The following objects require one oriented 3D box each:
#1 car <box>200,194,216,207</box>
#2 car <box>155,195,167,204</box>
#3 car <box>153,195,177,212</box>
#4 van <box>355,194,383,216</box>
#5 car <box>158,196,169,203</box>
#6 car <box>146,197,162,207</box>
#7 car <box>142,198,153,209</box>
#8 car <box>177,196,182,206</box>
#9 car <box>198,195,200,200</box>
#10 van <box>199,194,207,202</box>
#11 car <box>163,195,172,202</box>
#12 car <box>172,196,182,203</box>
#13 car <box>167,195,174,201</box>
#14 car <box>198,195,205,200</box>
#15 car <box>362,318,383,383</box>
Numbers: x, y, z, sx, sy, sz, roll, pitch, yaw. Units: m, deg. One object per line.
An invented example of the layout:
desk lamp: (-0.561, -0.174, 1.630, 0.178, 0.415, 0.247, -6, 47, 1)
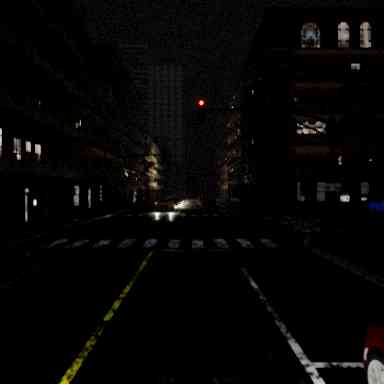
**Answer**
car: (2.656, 1.422, 50.819, 1.967, 1.590, 4.097, -1, 0, 0)
car: (-5.730, 1.423, 61.875, 1.967, 1.590, 4.097, -1, 0, 0)
car: (-3.117, 1.459, 39.313, 1.882, 1.535, 5.008, 0, 0, 0)
van: (15.628, 1.018, 27.397, 3.998, 1.788, 1.690, -1, 1, -1)
car: (-5.732, 1.566, 67.403, 1.802, 1.307, 4.206, -1, 0, 0)
car: (-5.723, 1.547, 50.819, 1.947, 1.339, 4.313, 0, 0, 0)
car: (-5.720, 1.532, 45.292, 2.008, 1.369, 4.403, 0, 0, 0)
car: (-3.120, 1.529, 53.335, 2.033, 1.411, 5.357, 0, 0, 0)
car: (2.649, 1.535, 67.402, 2.008, 1.369, 4.403, -1, 0, 0)
van: (2.640, 1.329, 78.458, 1.690, 1.788, 3.998, -1, 0, 0)
car: (-5.738, 1.513, 78.289, 1.752, 1.417, 4.829, -1, 0, 0)
car: (-3.036, 1.575, 69.643, 1.895, 1.301, 4.718, 0, 0, 0)
car: (-5.743, 1.576, 89.515, 1.802, 1.307, 4.206, -1, 0, 0)
car: (2.633, 1.542, 95.042, 1.887, 1.381, 4.507, -1, 0, 0)
car: (2.684, 1.543, 1.820, 1.887, 1.381, 4.507, 0, 0, 0)
